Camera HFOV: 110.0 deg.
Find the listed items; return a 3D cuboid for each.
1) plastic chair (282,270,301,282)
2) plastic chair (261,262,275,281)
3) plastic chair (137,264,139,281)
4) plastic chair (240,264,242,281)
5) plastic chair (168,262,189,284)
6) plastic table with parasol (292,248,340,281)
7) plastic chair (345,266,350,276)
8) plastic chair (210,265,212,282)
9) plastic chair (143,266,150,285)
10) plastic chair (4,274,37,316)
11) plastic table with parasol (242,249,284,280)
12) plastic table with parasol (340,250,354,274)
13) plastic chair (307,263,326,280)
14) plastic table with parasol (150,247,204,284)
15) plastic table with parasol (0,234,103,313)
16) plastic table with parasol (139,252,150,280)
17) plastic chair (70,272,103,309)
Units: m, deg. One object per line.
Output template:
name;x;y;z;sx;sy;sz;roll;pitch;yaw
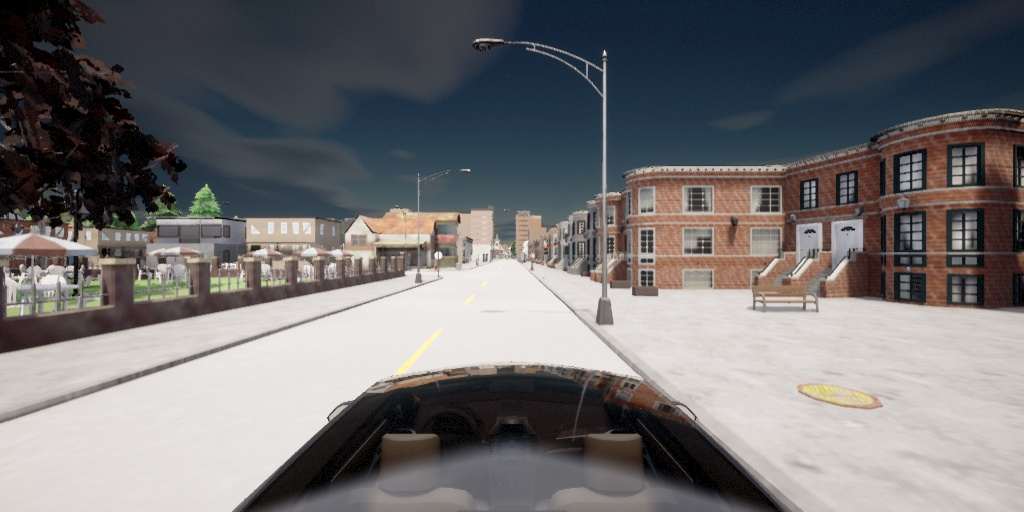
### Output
plastic chair;-14.640;1.239;23.841;0.730;1.272;0.750;0;0;-40
plastic chair;-18.574;1.275;27.046;0.750;1.272;0.730;0;0;-40
plastic chair;-28.749;1.273;28.051;0.730;1.272;0.750;0;0;-40
plastic chair;-20.310;1.266;27.335;0.730;1.272;0.750;0;0;-40
plastic chair;-21.566;1.178;23.201;0.750;1.272;0.730;0;0;-42
plastic table with parasol;-13.644;0.664;24.573;2.482;2.480;2.482;0;0;-40
plastic chair;-13.344;1.303;28.043;0.750;1.272;0.730;0;0;-40
plastic chair;-21.239;1.250;24.815;0.730;1.272;0.750;0;0;-40
plastic chair;-23.263;1.256;23.327;0.730;1.272;0.750;0;0;-40
plastic chair;-13.349;1.205;9.450;0.750;1.272;0.730;0;0;-40
plastic table with parasol;-19.311;0.669;28.067;2.482;2.480;2.482;0;0;-40
plastic table with parasol;-14.080;0.701;29.064;2.482;2.480;2.482;0;0;-40
plastic chair;-12.907;1.250;23.567;0.750;1.272;0.730;0;0;-40
plastic table with parasol;-22.280;0.635;24.082;2.482;2.480;2.482;0;0;-42
plastic table with parasol;-14.049;0.588;10.484;2.482;2.480;2.482;0;0;-38
plastic table with parasol;-27.752;0.647;28.783;2.482;2.480;2.482;0;0;-40
plastic chair;-13.063;1.230;11.208;0.730;1.272;0.750;0;0;-40
